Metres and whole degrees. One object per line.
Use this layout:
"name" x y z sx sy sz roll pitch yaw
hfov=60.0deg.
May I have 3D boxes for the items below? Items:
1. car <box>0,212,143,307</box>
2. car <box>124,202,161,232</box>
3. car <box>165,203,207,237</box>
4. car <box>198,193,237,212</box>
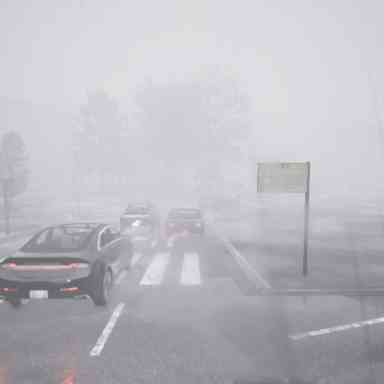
"car" -2.606 1.479 7.941 2.128 1.511 4.902 0 0 -2
"car" -2.901 1.343 19.290 2.128 1.511 4.902 0 2 -1
"car" -0.357 1.501 17.582 1.895 1.301 4.718 0 1 -1
"car" 2.376 0.820 30.085 2.128 1.511 4.902 3 6 34
